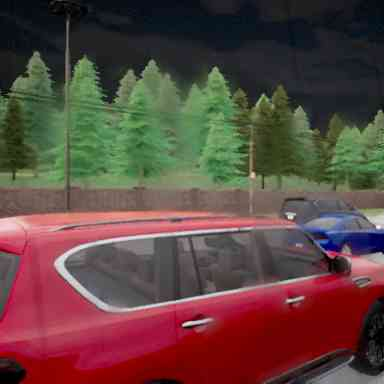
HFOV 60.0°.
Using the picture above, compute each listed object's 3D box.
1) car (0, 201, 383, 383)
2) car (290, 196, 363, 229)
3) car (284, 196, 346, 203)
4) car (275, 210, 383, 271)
[{"bbox_3d":[0.290,1.234,3.953,5.566,2.045,2.150,0,0,-35],"label":"car"},{"bbox_3d":[9.571,1.330,23.467,5.566,2.045,2.150,0,0,-36],"label":"car"},{"bbox_3d":[6.819,1.300,17.207,5.566,2.045,2.150,0,0,-35],"label":"car"},{"bbox_3d":[5.368,1.534,11.873,5.008,1.535,1.882,0,0,-35],"label":"car"}]
